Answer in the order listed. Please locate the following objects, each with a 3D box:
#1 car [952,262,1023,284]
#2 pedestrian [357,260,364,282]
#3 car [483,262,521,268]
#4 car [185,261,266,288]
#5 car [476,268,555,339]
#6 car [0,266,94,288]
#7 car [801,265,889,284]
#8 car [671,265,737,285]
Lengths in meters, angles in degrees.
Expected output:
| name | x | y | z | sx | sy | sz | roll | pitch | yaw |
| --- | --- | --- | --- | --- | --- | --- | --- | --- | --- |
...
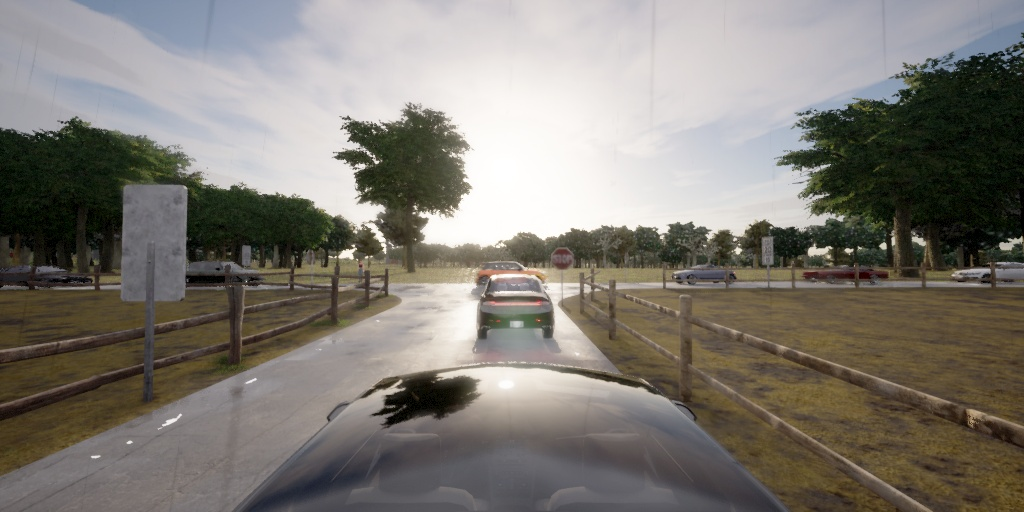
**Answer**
| name | x | y | z | sx | sy | sz | roll | pitch | yaw |
| --- | --- | --- | --- | --- | --- | --- | --- | --- | --- |
| car | 33.726 | 1.162 | 24.810 | 4.674 | 1.442 | 1.812 | -1 | -2 | 8 |
| pedestrian | -12.188 | 1.189 | 28.848 | 0.375 | 1.860 | 0.375 | 0 | -1 | 0 |
| car | -0.001 | 1.136 | 22.871 | 4.553 | 1.767 | 2.097 | 0 | 0 | 0 |
| car | -18.373 | 1.122 | 22.856 | 4.553 | 1.767 | 2.097 | 0 | -2 | 0 |
| car | 0.041 | 1.255 | 10.106 | 2.128 | 1.511 | 4.902 | 0 | 0 | -1 |
| car | -30.198 | 1.313 | 22.826 | 5.357 | 1.411 | 2.033 | 0 | -2 | 0 |
| car | 23.704 | 1.307 | 25.702 | 4.718 | 1.301 | 1.895 | 0 | -2 | 2 |
| car | 13.732 | 1.321 | 25.827 | 4.181 | 1.385 | 1.994 | 0 | -2 | 0 |
